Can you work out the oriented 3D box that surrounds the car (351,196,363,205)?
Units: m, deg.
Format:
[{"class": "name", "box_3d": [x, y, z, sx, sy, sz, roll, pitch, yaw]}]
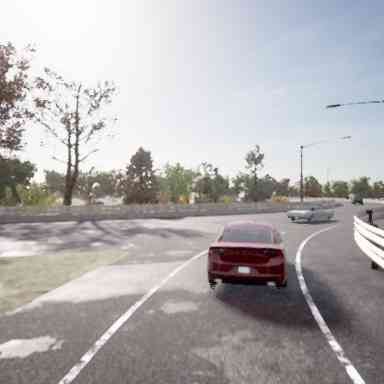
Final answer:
[{"class": "car", "box_3d": [39.620, 2.012, 79.946, 2.150, 2.045, 5.566, 0, -1, 20]}]

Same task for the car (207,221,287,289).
[{"class": "car", "box_3d": [1.687, 1.565, 9.630, 1.882, 1.535, 5.008, 0, -1, 13]}]

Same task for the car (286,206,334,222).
[{"class": "car", "box_3d": [10.378, 1.876, 28.989, 4.718, 1.301, 1.895, 1, -1, -39]}]
